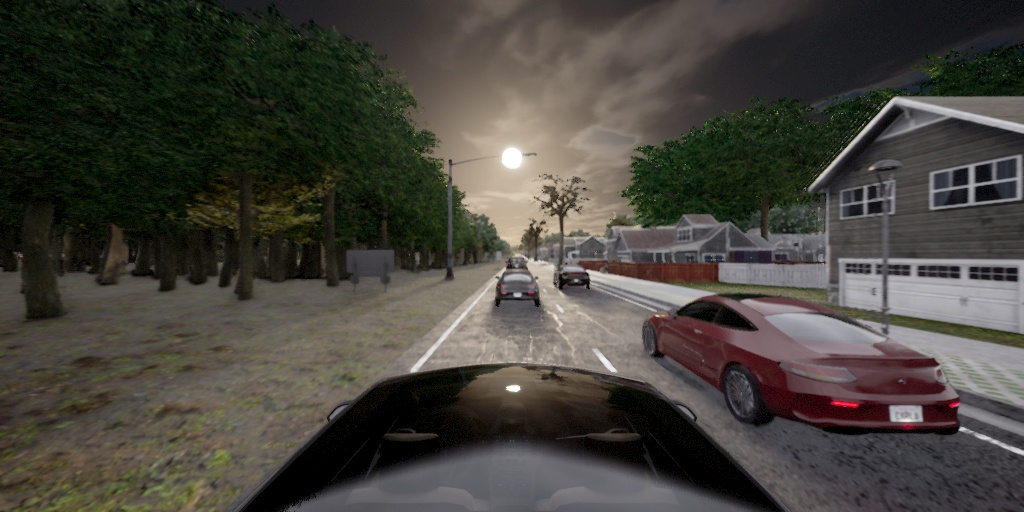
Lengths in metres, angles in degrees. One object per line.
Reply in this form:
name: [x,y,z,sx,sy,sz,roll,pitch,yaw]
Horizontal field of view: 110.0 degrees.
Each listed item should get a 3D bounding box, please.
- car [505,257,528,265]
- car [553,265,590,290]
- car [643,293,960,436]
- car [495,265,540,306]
car: [0.471,1.081,37.079,2.150,2.045,5.566,0,0,1]
car: [3.820,1.308,23.610,1.882,1.535,5.008,0,0,1]
car: [3.644,1.301,5.619,1.812,1.442,4.674,0,0,0]
car: [0.229,1.321,15.947,1.812,1.442,4.674,0,0,0]
